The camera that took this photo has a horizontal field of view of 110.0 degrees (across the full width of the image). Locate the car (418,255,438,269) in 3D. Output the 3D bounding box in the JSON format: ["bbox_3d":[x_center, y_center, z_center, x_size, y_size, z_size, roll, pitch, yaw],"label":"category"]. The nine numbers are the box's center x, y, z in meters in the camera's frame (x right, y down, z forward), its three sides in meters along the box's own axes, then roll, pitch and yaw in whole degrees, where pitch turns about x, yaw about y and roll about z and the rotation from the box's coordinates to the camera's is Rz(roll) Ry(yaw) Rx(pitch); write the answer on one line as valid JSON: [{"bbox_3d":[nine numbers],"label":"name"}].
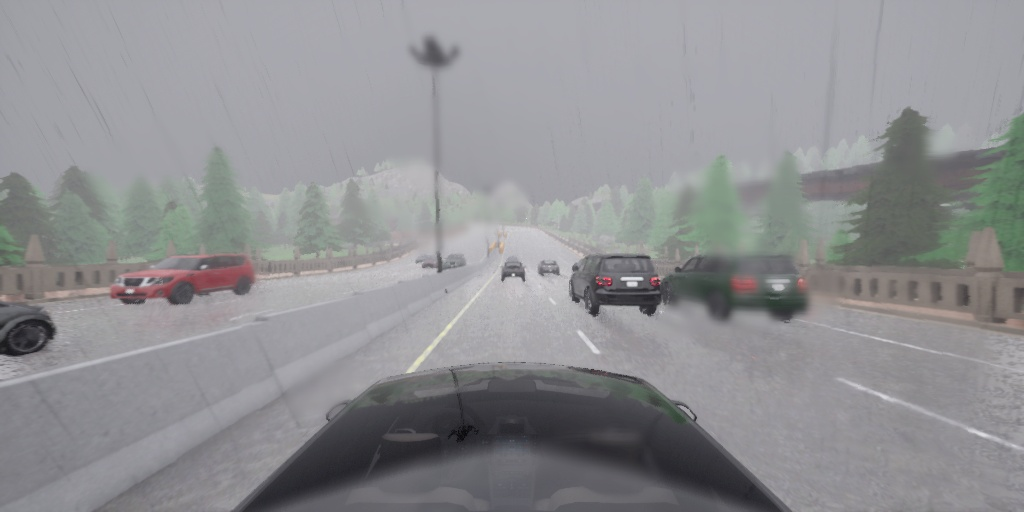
[{"bbox_3d":[-10.567,0.798,47.806,2.097,1.767,4.553,0,2,0],"label":"car"}]

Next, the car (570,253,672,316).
[{"bbox_3d":[3.602,0.938,13.418,2.150,2.045,5.566,0,0,0],"label":"car"}]

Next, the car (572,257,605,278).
[{"bbox_3d":[7.105,1.014,33.844,2.097,1.767,4.553,0,0,0],"label":"car"}]

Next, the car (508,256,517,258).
[{"bbox_3d":[0.097,0.757,52.654,2.033,1.411,5.357,0,3,1],"label":"car"}]

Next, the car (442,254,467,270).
[{"bbox_3d":[-7.073,0.752,45.327,2.150,2.045,5.566,0,2,0],"label":"car"}]

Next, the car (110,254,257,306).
[{"bbox_3d":[-14.096,0.935,15.997,2.150,2.045,5.566,0,0,0],"label":"car"}]

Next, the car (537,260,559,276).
[{"bbox_3d":[3.604,1.146,35.920,2.128,1.511,4.902,0,0,0],"label":"car"}]

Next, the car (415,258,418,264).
[{"bbox_3d":[-14.036,0.471,57.202,1.994,1.385,4.181,0,4,1],"label":"car"}]

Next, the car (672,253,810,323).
[{"bbox_3d":[7.102,0.941,12.196,2.150,2.045,5.566,0,0,0],"label":"car"}]

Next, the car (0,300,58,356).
[{"bbox_3d":[-10.598,1.306,5.768,1.994,1.385,4.181,0,0,0],"label":"car"}]

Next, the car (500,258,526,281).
[{"bbox_3d":[0.104,1.178,29.342,1.837,1.490,4.892,0,0,0],"label":"car"}]
